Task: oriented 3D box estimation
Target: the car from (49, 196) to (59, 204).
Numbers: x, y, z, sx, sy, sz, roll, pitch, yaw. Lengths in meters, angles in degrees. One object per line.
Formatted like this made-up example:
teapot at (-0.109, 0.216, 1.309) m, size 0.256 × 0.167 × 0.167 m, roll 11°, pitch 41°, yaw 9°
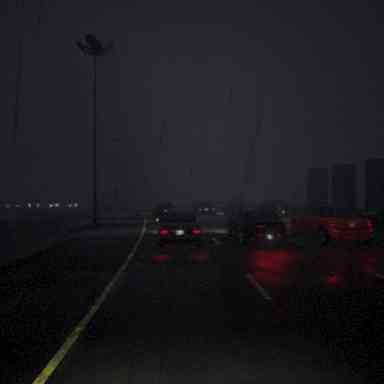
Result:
car at (-27.314, 1.492, 65.770) m, size 2.128 × 1.511 × 4.902 m, roll 0°, pitch 0°, yaw -22°

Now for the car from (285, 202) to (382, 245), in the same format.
car at (6.334, 1.363, 15.624) m, size 2.097 × 1.767 × 4.553 m, roll 0°, pitch 0°, yaw -5°

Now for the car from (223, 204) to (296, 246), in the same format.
car at (2.844, 1.514, 15.362) m, size 1.837 × 1.490 × 4.892 m, roll 0°, pitch 0°, yaw -5°

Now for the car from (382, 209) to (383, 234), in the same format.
car at (9.820, 1.492, 15.945) m, size 2.128 × 1.511 × 4.902 m, roll 0°, pitch 0°, yaw -5°

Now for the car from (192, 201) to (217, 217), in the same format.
car at (0.881, 1.561, 30.964) m, size 2.033 × 1.411 × 5.357 m, roll 0°, pitch 0°, yaw -10°

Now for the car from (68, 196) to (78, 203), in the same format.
car at (-24.112, 1.489, 67.183) m, size 2.128 × 1.511 × 4.902 m, roll 0°, pitch 0°, yaw -22°

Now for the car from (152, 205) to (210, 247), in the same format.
car at (-0.644, 1.560, 15.070) m, size 2.033 × 1.411 × 5.357 m, roll 0°, pitch 0°, yaw -5°

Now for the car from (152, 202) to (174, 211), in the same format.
car at (-2.571, 1.570, 30.383) m, size 1.994 × 1.385 × 4.181 m, roll 0°, pitch 0°, yaw -10°

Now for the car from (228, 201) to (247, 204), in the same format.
car at (4.332, 1.570, 31.546) m, size 1.994 × 1.385 × 4.181 m, roll 0°, pitch 0°, yaw -10°

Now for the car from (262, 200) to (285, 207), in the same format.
car at (7.784, 1.514, 32.127) m, size 1.837 × 1.490 × 4.892 m, roll 0°, pitch 0°, yaw -10°

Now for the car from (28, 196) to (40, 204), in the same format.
car at (-30.516, 1.469, 64.357) m, size 1.837 × 1.490 × 4.892 m, roll 0°, pitch 0°, yaw -22°

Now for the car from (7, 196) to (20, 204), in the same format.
car at (-33.718, 1.449, 62.944) m, size 1.882 × 1.535 × 5.008 m, roll 0°, pitch 0°, yaw -22°
